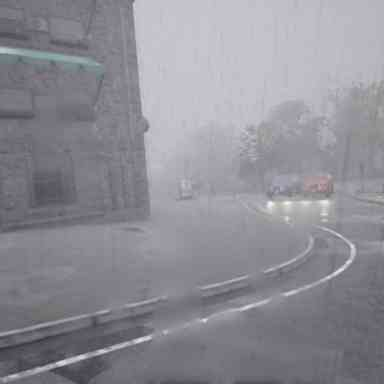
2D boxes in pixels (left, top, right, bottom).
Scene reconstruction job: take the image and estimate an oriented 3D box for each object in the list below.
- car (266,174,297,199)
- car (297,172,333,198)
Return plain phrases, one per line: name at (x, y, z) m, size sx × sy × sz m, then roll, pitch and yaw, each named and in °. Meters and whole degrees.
car at (8.942, -0.585, 32.403) m, size 2.150 × 2.045 × 5.566 m, roll -3°, pitch 4°, yaw 30°
car at (11.523, -0.678, 30.464) m, size 2.150 × 2.045 × 5.566 m, roll -4°, pitch 3°, yaw 28°
